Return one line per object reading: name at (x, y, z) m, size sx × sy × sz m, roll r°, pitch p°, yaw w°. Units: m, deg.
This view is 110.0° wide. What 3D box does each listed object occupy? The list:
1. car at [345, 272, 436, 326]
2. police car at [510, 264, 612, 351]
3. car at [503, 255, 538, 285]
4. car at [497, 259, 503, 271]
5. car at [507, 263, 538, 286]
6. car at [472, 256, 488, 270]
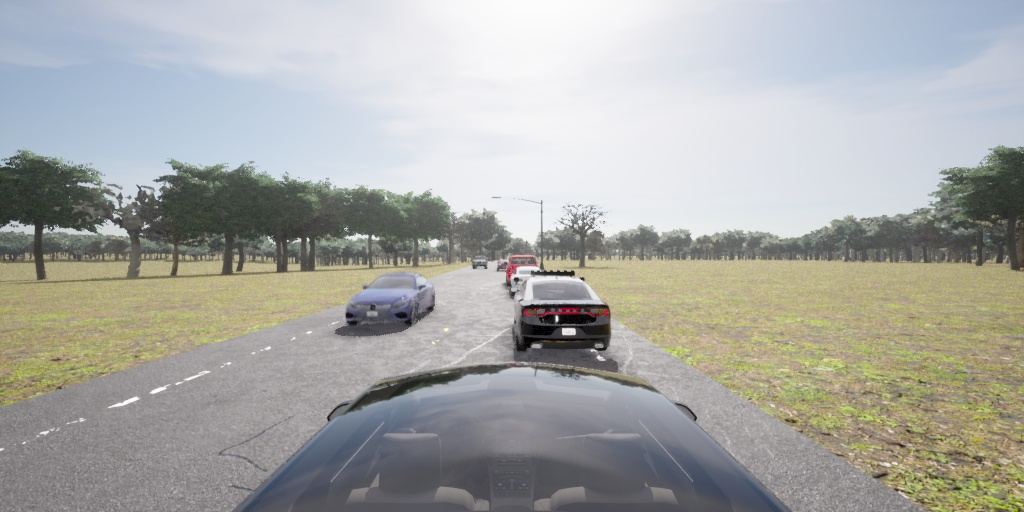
car at (-3.709, 1.275, 11.783) m, size 1.812 × 1.442 × 4.674 m, roll 0°, pitch 0°, yaw -1°
police car at (1.009, 1.174, 9.115) m, size 1.930 × 1.638 × 5.238 m, roll 0°, pitch 0°, yaw -1°
car at (0.666, 0.974, 25.087) m, size 2.150 × 2.045 × 5.566 m, roll 0°, pitch 0°, yaw -2°
car at (-1.074, 1.290, 49.196) m, size 1.812 × 1.442 × 4.674 m, roll 0°, pitch 0°, yaw -1°
car at (0.836, 1.275, 19.041) m, size 1.812 × 1.442 × 4.674 m, roll 0°, pitch 0°, yaw -1°
car at (-4.889, 0.992, 54.766) m, size 2.150 × 2.045 × 5.566 m, roll 0°, pitch 0°, yaw -2°
